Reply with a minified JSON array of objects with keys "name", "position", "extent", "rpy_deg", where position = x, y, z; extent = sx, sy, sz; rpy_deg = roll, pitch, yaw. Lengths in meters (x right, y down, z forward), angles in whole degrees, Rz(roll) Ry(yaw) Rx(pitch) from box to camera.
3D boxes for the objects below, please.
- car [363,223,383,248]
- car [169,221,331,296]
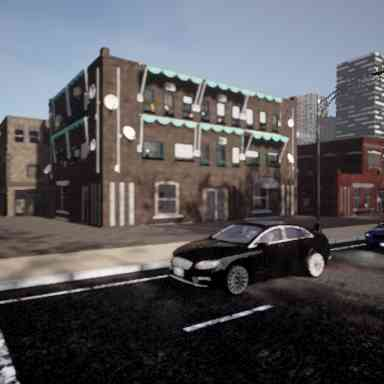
[{"name":"car","position":[9.684,1.699,14.591],"extent":[5.357,1.411,2.033],"rpy_deg":[1,0,-36]},{"name":"car","position":[1.710,1.552,8.892],"extent":[4.902,1.511,2.128],"rpy_deg":[1,0,-35]}]
